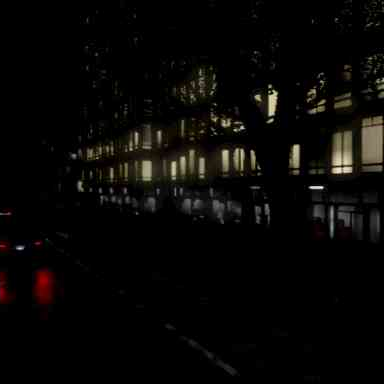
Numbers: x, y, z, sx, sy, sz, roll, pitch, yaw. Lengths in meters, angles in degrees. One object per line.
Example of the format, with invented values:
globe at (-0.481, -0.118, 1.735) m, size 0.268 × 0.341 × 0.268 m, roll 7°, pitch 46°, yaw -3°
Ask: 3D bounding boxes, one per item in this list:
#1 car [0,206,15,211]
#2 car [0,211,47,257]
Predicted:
car at (-14.607, 1.780, 25.279) m, size 2.128 × 1.511 × 4.902 m, roll 0°, pitch 0°, yaw -32°
car at (-6.844, 1.661, 12.897) m, size 1.812 × 1.442 × 4.674 m, roll 0°, pitch 0°, yaw -32°
